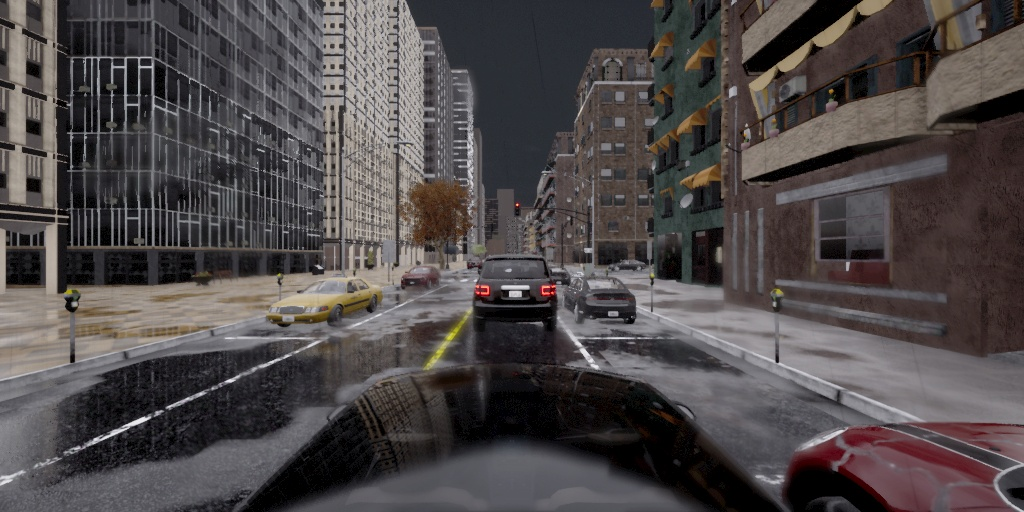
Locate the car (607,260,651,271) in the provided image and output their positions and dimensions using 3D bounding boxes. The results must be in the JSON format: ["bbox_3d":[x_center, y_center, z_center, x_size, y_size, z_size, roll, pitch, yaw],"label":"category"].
[{"bbox_3d":[13.441,1.109,42.183,4.403,1.370,2.007,0,0,-1],"label":"car"}]

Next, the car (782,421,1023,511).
[{"bbox_3d":[2.687,1.190,0.638,1.967,1.591,4.097,0,0,0],"label":"car"}]

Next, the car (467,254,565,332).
[{"bbox_3d":[0.091,0.972,10.980,2.150,2.045,5.566,0,0,0],"label":"car"}]

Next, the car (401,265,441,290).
[{"bbox_3d":[-5.688,1.299,22.771,1.888,1.381,4.507,0,0,0],"label":"car"}]

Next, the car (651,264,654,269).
[{"bbox_3d":[18.838,1.006,42.237,4.829,1.417,1.751,0,0,-1],"label":"car"}]

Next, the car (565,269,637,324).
[{"bbox_3d":[2.690,1.301,11.703,2.007,1.370,4.403,0,0,0],"label":"car"}]

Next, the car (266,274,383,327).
[{"bbox_3d":[-5.690,1.276,11.536,1.751,1.417,4.829,0,0,0],"label":"car"}]
